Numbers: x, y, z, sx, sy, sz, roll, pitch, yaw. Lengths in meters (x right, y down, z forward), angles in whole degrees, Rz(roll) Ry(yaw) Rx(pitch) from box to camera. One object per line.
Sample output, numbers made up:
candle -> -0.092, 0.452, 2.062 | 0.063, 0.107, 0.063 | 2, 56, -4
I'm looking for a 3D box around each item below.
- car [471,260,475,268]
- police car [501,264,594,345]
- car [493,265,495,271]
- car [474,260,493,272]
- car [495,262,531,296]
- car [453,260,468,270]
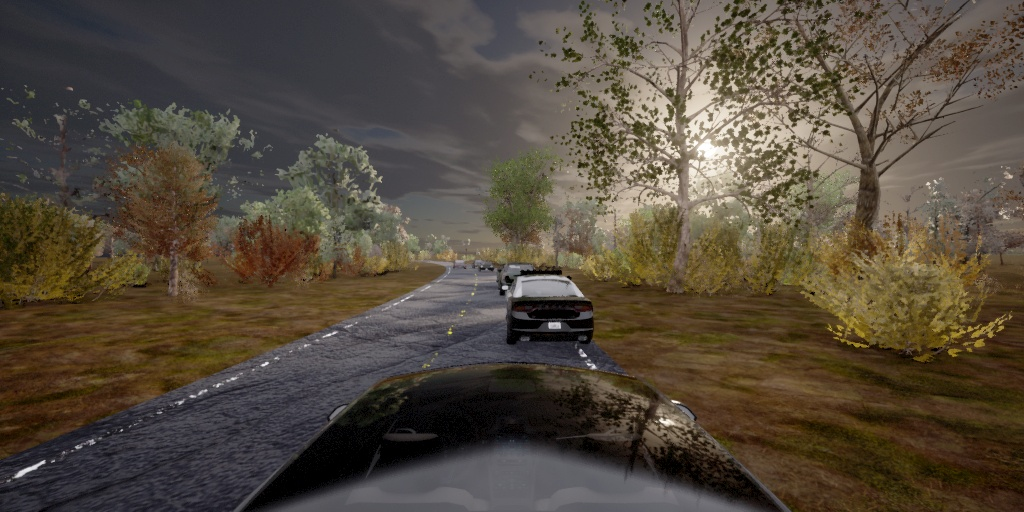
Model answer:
car -> -5.571, 1.291, 58.833 | 2.033, 1.411, 5.357 | 0, 0, -11
police car -> 0.768, 1.175, 9.698 | 1.930, 1.638, 5.238 | 0, 0, -2
car -> -0.146, 1.253, 25.687 | 1.837, 1.490, 4.892 | 0, 0, -5
car -> -3.479, 1.347, 46.593 | 1.895, 1.301, 4.718 | 0, 0, -9
car -> 0.298, 1.100, 19.627 | 2.097, 1.767, 4.553 | 0, 0, -4
car -> -7.675, 1.272, 52.722 | 1.812, 1.442, 4.674 | 0, 0, -10
